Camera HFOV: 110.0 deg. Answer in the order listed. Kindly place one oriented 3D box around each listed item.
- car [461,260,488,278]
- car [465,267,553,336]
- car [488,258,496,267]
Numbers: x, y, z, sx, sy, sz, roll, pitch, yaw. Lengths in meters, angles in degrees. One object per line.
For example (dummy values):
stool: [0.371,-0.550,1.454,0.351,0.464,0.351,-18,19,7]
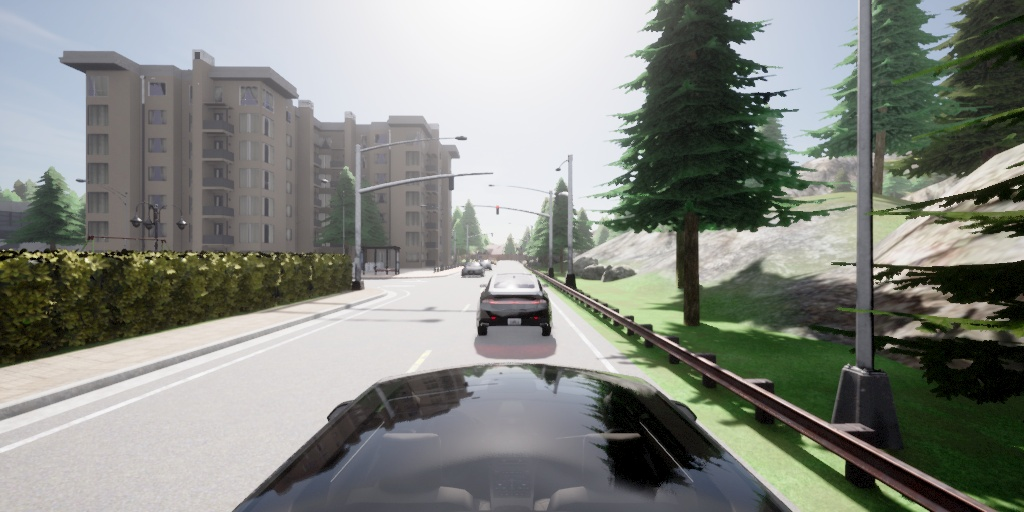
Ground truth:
car: [-3.658,1.311,34.046,1.994,1.385,4.181,0,0,0]
car: [0.062,1.241,10.370,2.128,1.511,4.902,0,0,0]
car: [-3.689,1.237,48.657,2.128,1.511,4.902,0,0,0]
